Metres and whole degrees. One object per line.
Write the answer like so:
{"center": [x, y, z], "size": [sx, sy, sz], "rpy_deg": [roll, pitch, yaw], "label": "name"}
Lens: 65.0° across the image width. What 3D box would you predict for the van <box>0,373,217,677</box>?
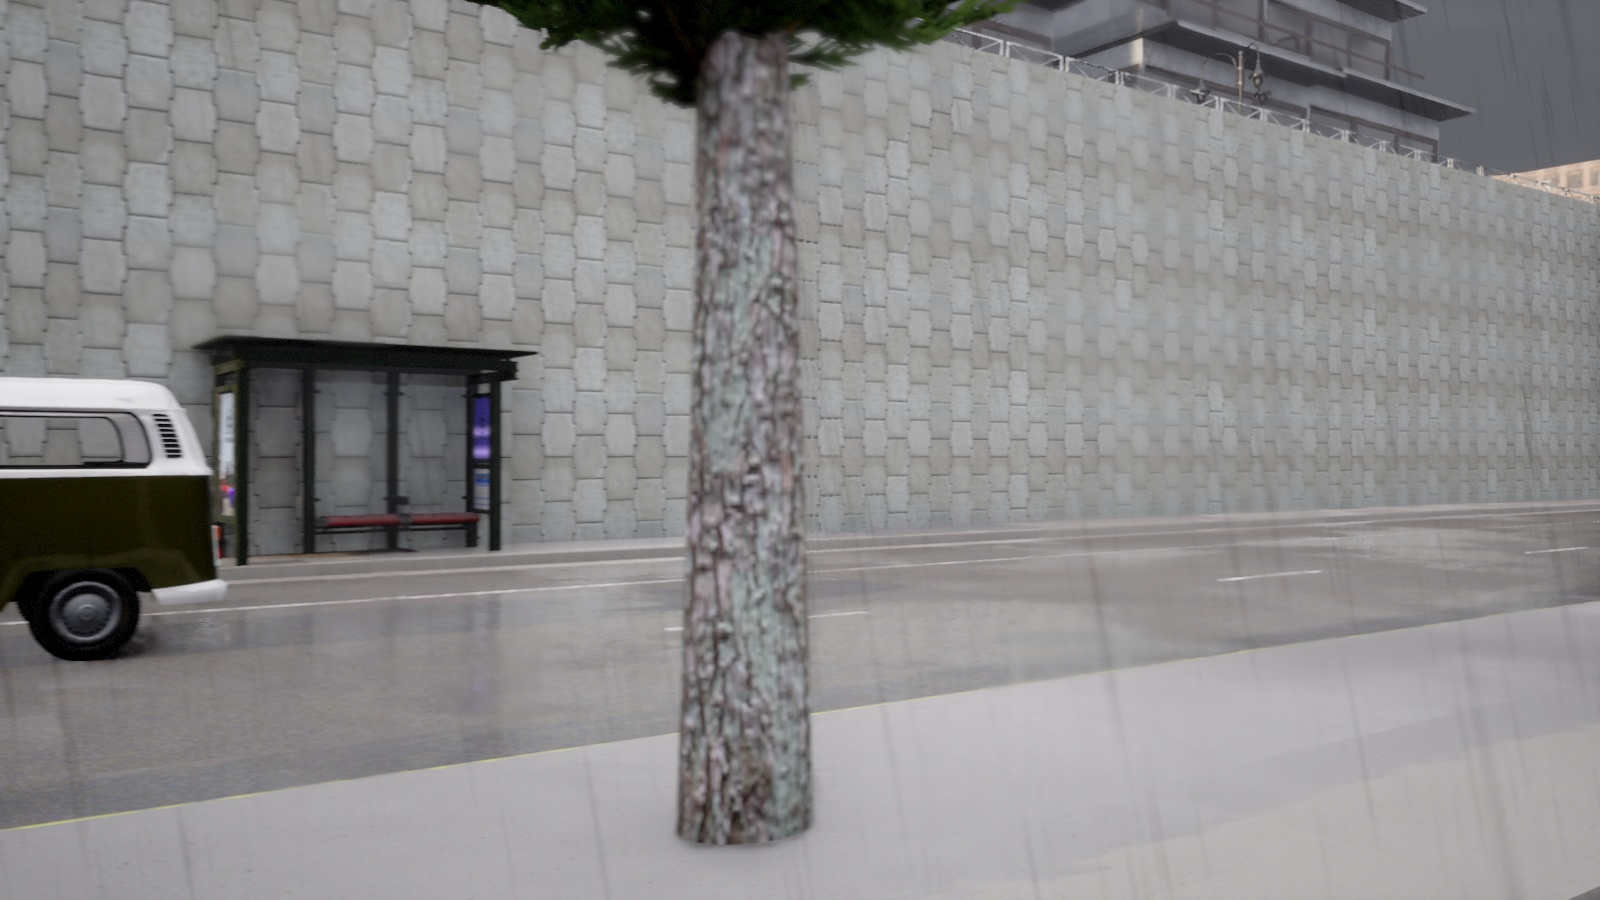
{"center": [-6.694, 0.504, 8.748], "size": [4.480, 2.038, 2.069], "rpy_deg": [0, 0, -35], "label": "van"}
